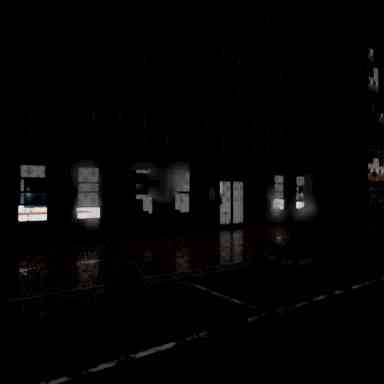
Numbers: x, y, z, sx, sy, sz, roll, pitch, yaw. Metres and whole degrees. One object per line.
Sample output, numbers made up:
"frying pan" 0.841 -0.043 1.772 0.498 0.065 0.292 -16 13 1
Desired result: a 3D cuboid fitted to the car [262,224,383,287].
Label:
"car" 3.797 1.578 9.273 4.206 1.307 1.802 0 0 -36
